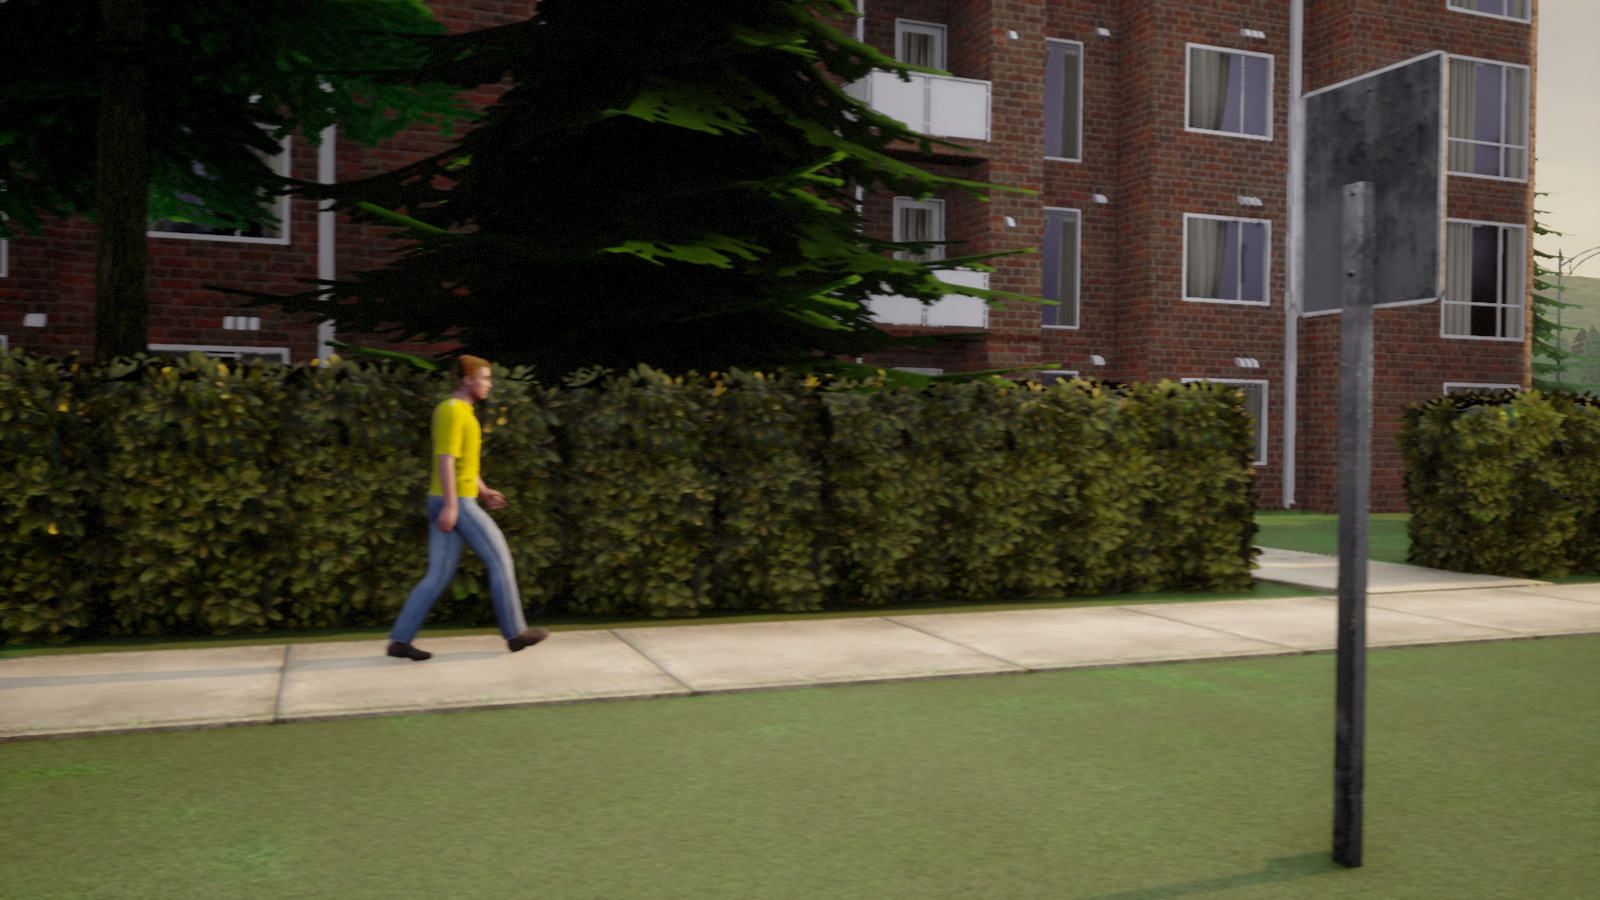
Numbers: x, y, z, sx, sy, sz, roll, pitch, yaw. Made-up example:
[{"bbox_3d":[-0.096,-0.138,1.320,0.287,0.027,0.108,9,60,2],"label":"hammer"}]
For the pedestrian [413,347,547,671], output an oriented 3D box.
[{"bbox_3d":[-1.888,0.327,7.408,0.706,1.836,0.354,-1,1,-21],"label":"pedestrian"}]
